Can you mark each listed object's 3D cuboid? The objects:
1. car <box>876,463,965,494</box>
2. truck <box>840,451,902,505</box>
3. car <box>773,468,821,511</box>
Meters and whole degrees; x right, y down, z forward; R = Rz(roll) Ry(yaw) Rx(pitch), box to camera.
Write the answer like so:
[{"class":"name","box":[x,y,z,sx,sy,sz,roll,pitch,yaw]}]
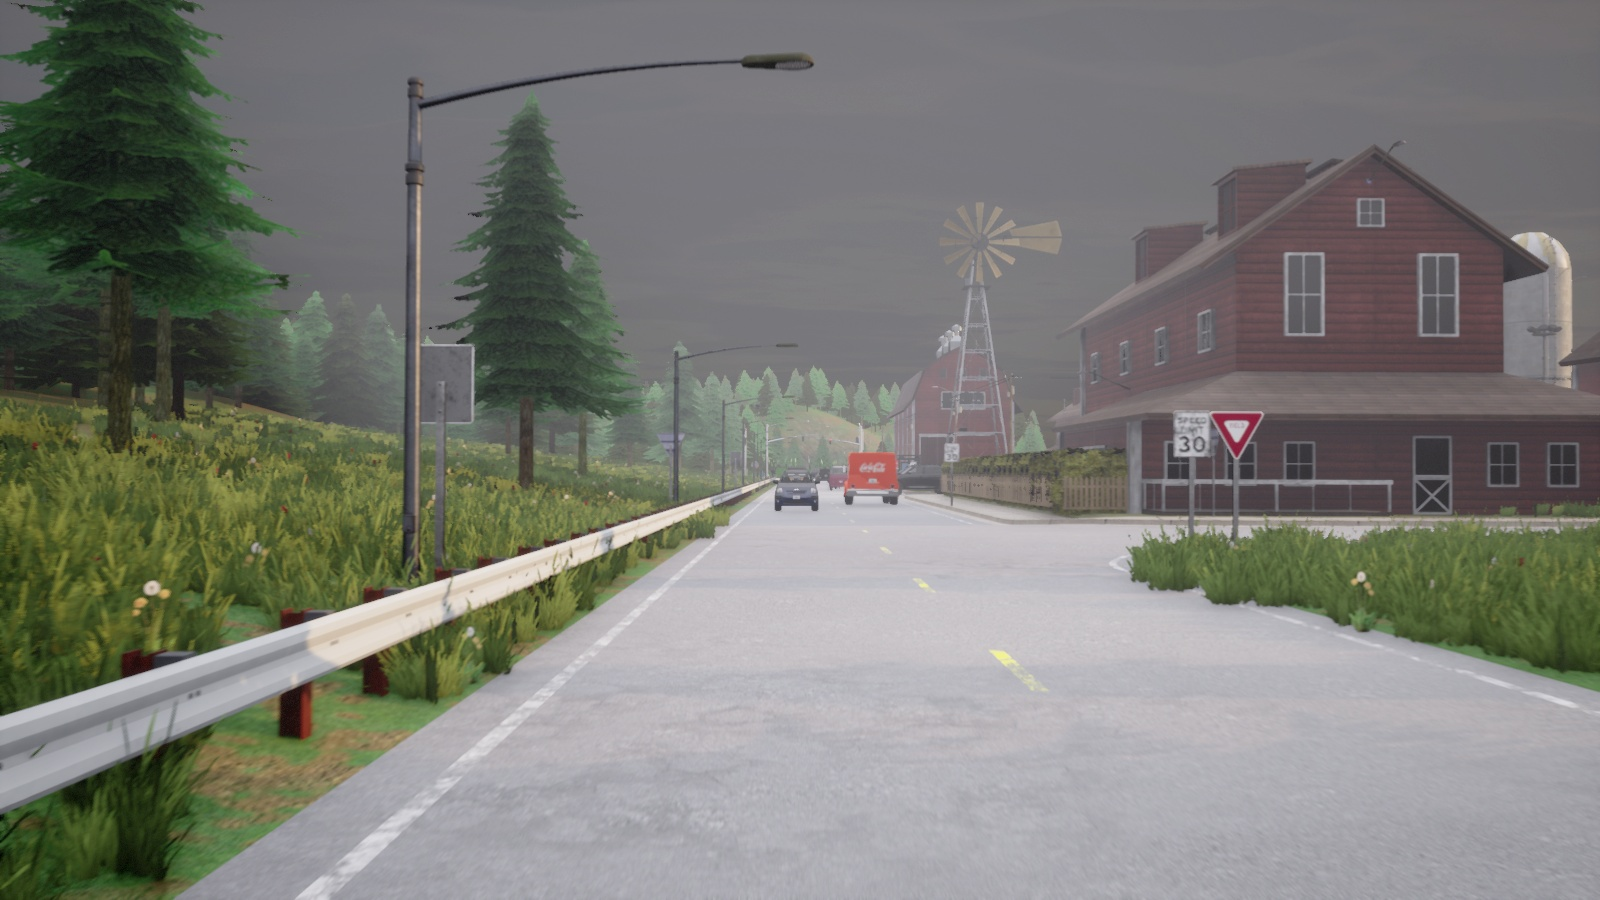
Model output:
[{"class":"car","box":[7.909,1.893,82.979,5.566,2.045,2.150,0,-1,-4]},{"class":"truck","box":[3.351,1.326,60.429,2.627,2.467,5.204,0,-1,0]},{"class":"car","box":[-0.121,1.548,49.846,1.851,1.617,3.988,0,-1,0]}]
